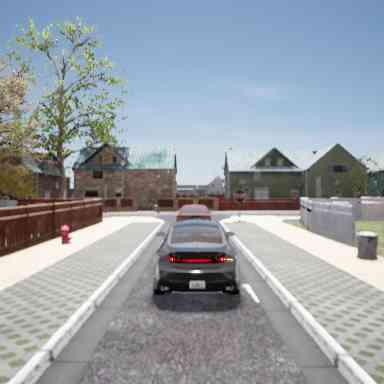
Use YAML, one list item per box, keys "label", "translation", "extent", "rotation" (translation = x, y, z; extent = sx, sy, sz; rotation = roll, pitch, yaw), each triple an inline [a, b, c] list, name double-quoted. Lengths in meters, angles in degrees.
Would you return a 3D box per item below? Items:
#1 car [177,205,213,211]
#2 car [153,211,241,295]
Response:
- label: "car"
  translation: [0.147, 1.424, 18.137]
  extent: [1.882, 1.535, 5.008]
  rotation: [0, 0, 2]
- label: "car"
  translation: [0.098, 1.479, 8.640]
  extent: [1.837, 1.490, 4.892]
  rotation: [0, 0, 0]
